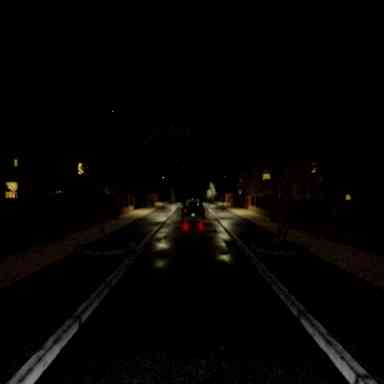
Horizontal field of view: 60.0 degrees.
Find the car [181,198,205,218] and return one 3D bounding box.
[{"bbox_3d":[0.089,1.462,27.891,1.895,1.301,4.718,0,0,0],"label":"car"}]

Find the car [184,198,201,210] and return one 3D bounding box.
[{"bbox_3d":[0.089,1.414,40.190,1.895,1.301,4.718,0,0,0],"label":"car"}]
